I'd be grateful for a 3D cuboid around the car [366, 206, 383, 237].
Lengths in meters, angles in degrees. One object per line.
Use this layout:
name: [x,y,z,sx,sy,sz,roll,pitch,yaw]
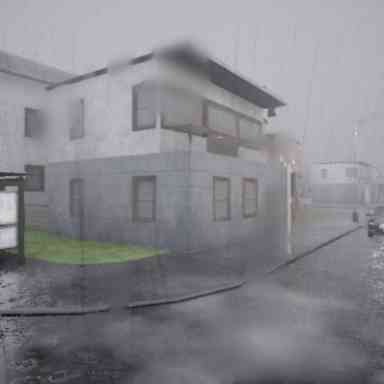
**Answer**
car: [10.297,1.490,17.222,2.128,1.511,4.902,0,0,34]
